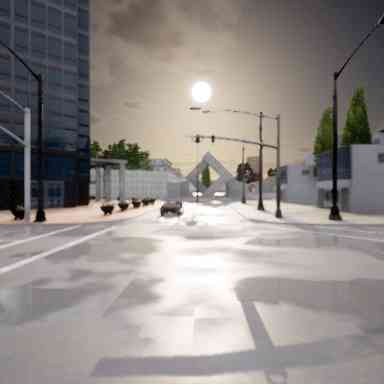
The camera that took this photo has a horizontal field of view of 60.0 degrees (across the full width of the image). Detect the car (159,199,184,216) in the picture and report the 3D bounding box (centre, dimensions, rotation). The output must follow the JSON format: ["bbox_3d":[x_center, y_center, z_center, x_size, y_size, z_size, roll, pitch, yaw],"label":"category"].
[{"bbox_3d":[-1.795,1.405,31.419,2.033,1.411,5.357,0,0,3],"label":"car"}]
